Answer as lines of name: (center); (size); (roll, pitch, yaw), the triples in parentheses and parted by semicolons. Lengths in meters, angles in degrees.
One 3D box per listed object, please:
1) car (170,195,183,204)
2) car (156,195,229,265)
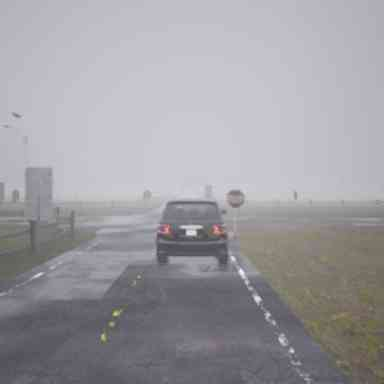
car: (-2.792, 1.325, 61.799); (2.128, 1.511, 4.902); (0, 0, 1)
car: (0.087, 1.205, 11.763); (2.150, 2.045, 5.566); (0, 0, 2)
